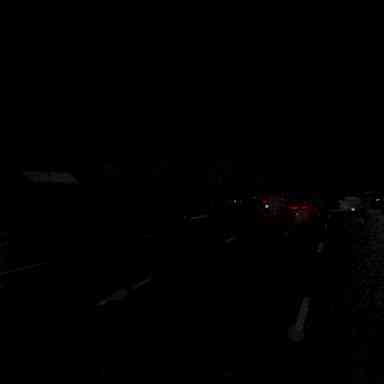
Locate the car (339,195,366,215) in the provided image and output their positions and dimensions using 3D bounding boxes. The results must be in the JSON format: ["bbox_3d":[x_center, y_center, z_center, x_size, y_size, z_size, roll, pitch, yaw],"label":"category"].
[{"bbox_3d":[14.098,1.165,29.284,1.812,1.442,4.674,1,1,24],"label":"car"}]

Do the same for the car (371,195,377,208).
[{"bbox_3d":[22.257,1.061,39.178,2.128,1.511,4.902,1,1,24],"label":"car"}]

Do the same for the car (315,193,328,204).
[{"bbox_3d":[18.369,0.858,47.601,1.837,1.490,4.892,1,1,24],"label":"car"}]

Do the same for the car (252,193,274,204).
[{"bbox_3d":[9.754,0.834,45.515,1.994,1.385,4.181,1,1,24],"label":"car"}]

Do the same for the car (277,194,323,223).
[{"bbox_3d":[7.457,1.162,22.563,2.128,1.511,4.902,1,1,24],"label":"car"}]

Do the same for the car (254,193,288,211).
[{"bbox_3d":[7.750,0.999,32.238,1.837,1.490,4.892,1,2,24],"label":"car"}]

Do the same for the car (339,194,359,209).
[{"bbox_3d":[18.410,1.062,39.155,2.033,1.411,5.357,1,1,24],"label":"car"}]

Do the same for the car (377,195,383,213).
[{"bbox_3d":[17.586,1.055,28.508,2.097,1.767,4.553,1,1,24],"label":"car"}]

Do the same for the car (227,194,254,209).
[{"bbox_3d":[5.266,0.951,35.084,2.033,1.411,5.357,1,1,24],"label":"car"}]
